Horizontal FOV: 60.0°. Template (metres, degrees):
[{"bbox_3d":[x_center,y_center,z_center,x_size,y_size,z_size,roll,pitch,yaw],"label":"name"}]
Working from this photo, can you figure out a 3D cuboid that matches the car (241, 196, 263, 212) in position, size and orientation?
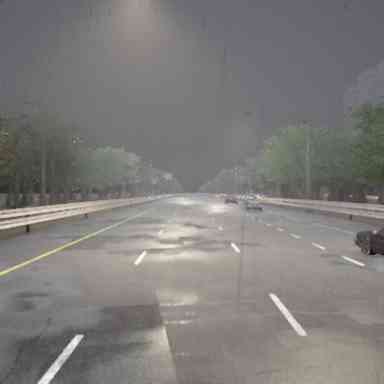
[{"bbox_3d":[7.059,1.551,39.635,2.033,1.411,5.357,0,0,0],"label":"car"}]

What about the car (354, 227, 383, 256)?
[{"bbox_3d":[7.001,1.550,10.042,2.033,1.411,5.357,0,0,0],"label":"car"}]

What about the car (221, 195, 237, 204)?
[{"bbox_3d":[7.119,1.354,62.511,2.097,1.767,4.553,0,0,0],"label":"car"}]
